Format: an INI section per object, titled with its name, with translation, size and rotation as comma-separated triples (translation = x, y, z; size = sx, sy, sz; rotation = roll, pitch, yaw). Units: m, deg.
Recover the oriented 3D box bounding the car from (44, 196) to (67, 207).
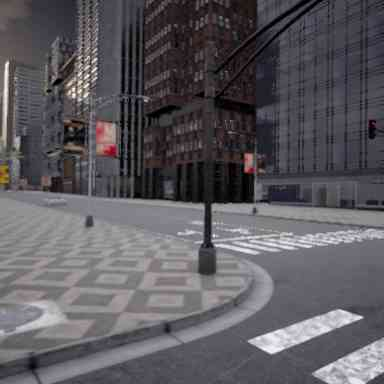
[car]
translation = -17.157, 1.153, 41.838
size = 1.895, 1.301, 4.718
rotation = 1, 0, -35
